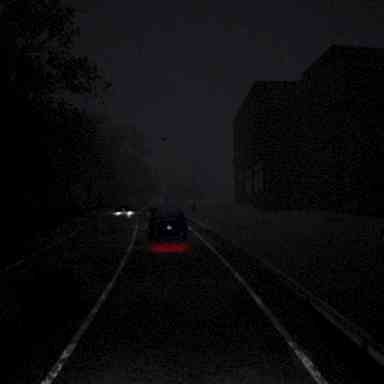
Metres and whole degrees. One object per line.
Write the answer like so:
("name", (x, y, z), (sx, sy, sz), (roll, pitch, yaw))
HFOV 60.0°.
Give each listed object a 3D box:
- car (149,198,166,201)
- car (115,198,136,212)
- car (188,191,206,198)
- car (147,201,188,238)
("car", (-3.968, 1.377, 38.430), (1.812, 1.442, 4.674), (0, 1, -5))
("car", (-7.318, 1.391, 37.143), (2.033, 1.411, 5.357), (0, 0, -5))
("car", (1.267, 0.722, 77.007), (2.150, 2.045, 5.566), (-3, -1, 31))
("car", (-1.354, 1.462, 17.670), (1.882, 1.535, 5.008), (1, 0, -7))
